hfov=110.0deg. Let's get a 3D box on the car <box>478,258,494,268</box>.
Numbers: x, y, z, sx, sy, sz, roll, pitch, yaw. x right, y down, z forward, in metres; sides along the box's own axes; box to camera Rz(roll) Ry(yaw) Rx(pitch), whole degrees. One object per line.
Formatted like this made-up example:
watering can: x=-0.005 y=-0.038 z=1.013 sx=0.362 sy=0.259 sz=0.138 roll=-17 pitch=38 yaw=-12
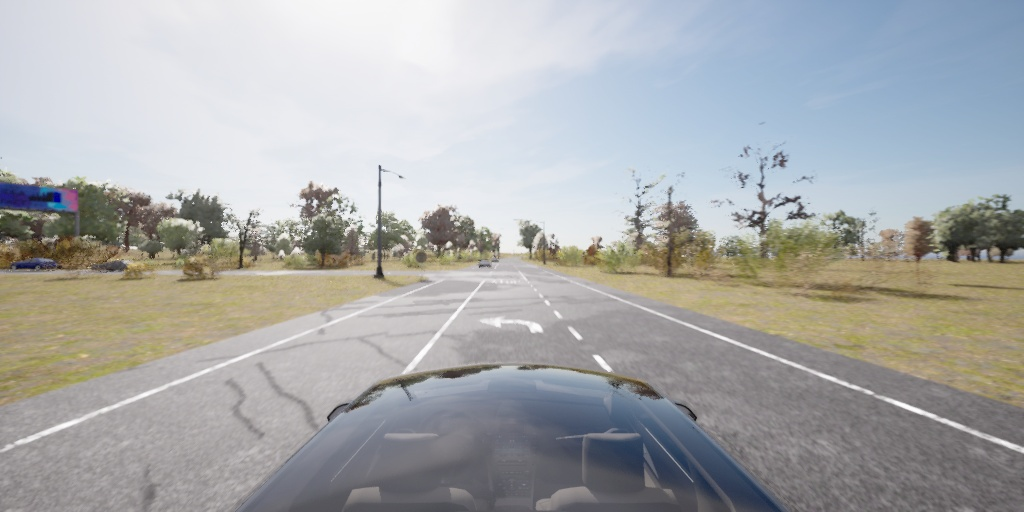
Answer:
car: x=-4.549 y=1.332 z=60.101 sx=1.994 sy=1.385 sz=4.181 roll=0 pitch=0 yaw=-1
